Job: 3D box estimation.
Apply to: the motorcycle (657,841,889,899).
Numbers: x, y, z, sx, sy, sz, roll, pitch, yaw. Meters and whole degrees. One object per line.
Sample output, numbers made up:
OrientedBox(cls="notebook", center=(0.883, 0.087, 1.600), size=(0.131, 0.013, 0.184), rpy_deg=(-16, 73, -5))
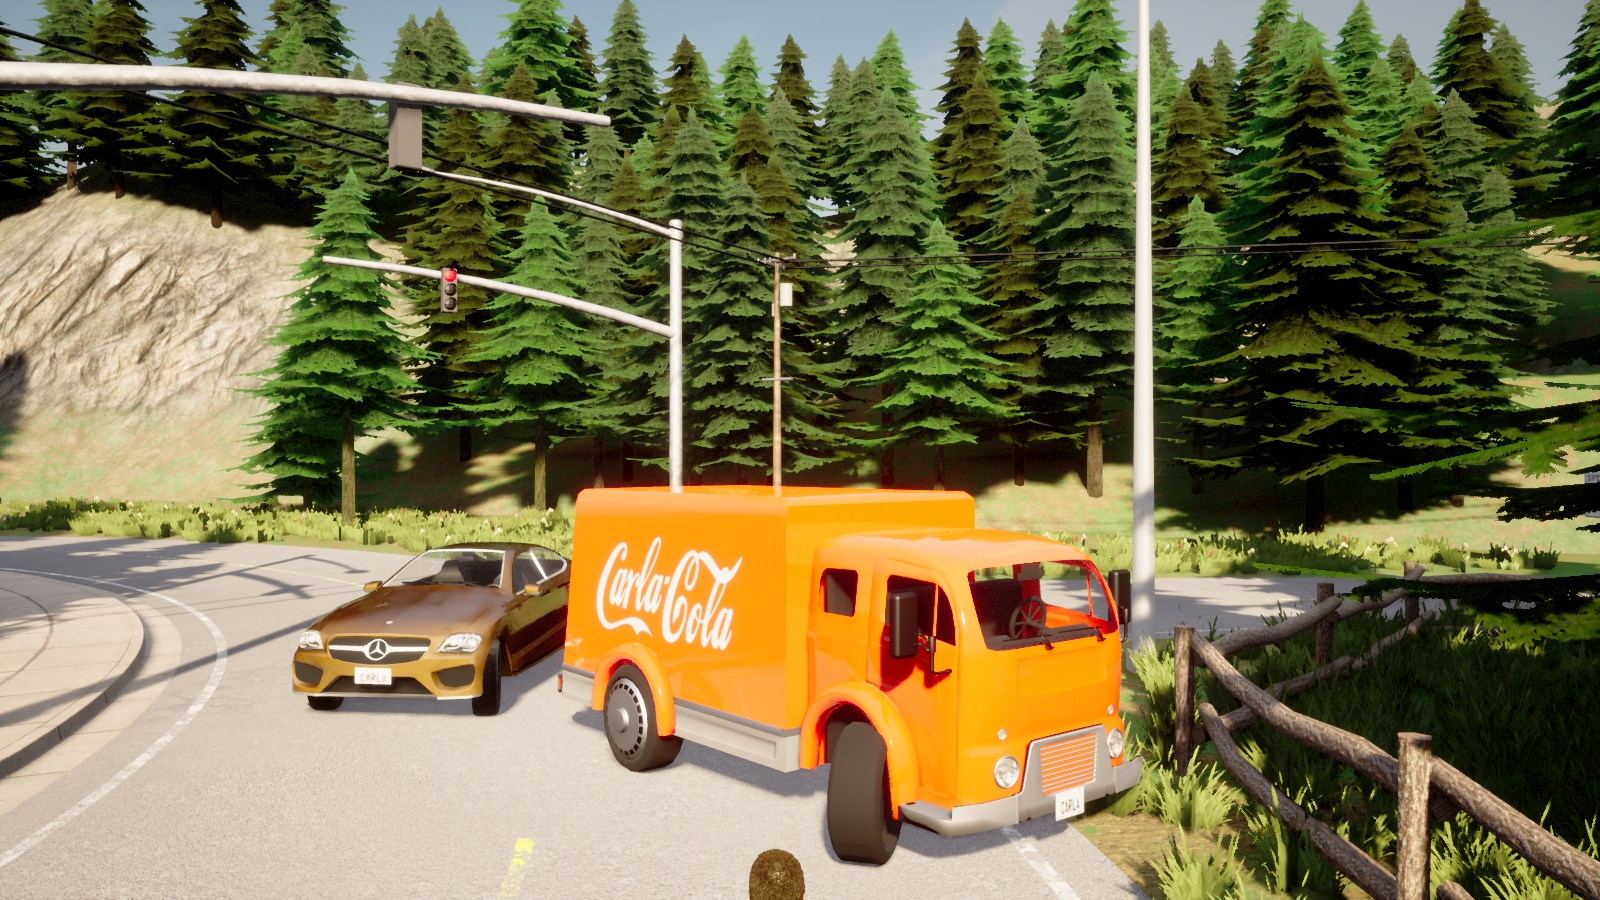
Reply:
OrientedBox(cls="motorcycle", center=(-0.074, 2.159, 3.526), size=(0.803, 1.199, 2.033), rpy_deg=(0, 0, -2))

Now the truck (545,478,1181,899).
OrientedBox(cls="truck", center=(0.202, 1.542, 9.769), size=(2.627, 2.467, 5.204), rpy_deg=(0, 0, -39))

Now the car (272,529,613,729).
OrientedBox(cls="car", center=(-4.038, 1.970, 14.038), size=(2.152, 1.651, 5.027), rpy_deg=(0, 0, 6))
